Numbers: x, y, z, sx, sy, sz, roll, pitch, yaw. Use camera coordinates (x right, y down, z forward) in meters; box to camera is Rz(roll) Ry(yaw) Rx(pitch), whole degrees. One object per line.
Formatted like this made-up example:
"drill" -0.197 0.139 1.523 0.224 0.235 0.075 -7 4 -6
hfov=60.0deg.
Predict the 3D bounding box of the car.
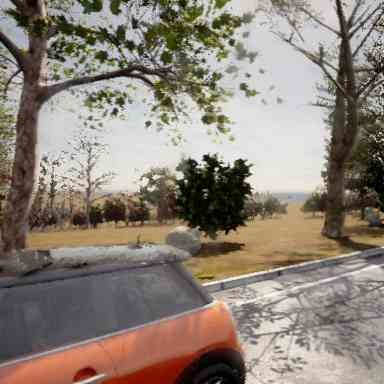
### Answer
"car" -1.730 1.349 2.757 4.553 1.767 2.097 0 0 -35
